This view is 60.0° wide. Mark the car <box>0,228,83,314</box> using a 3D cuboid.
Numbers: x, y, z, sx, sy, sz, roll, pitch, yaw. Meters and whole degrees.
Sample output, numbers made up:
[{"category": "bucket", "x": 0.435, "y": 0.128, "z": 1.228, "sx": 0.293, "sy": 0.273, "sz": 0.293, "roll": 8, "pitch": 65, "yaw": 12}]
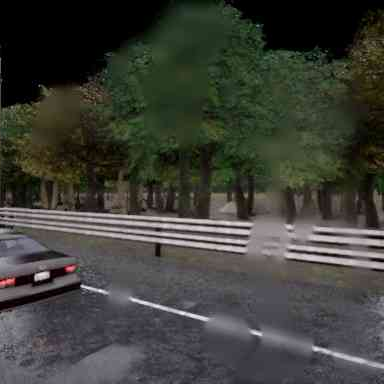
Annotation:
[{"category": "car", "x": -4.699, "y": 1.529, "z": 7.342, "sx": 5.357, "sy": 1.411, "sz": 2.033, "roll": 0, "pitch": 0, "yaw": 35}]
